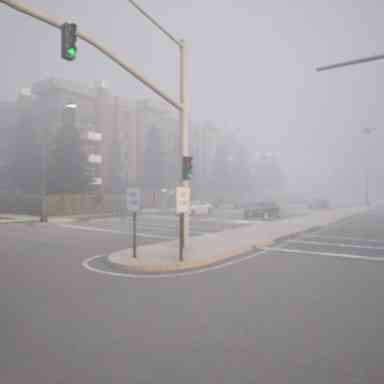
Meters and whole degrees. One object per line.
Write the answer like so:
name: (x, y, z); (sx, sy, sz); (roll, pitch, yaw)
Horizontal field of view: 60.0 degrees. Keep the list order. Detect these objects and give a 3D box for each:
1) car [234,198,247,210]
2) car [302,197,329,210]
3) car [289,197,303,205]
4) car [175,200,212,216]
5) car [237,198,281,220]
car: (7.025, 1.523, 41.870); (1.812, 1.442, 4.674); (0, 0, 35)
car: (16.409, 1.489, 43.056); (2.128, 1.511, 4.902); (0, 0, 35)
car: (18.852, 1.543, 58.584); (2.033, 1.411, 5.357); (0, 0, 35)
car: (0.254, 1.523, 32.221); (1.812, 1.442, 4.674); (0, 0, 35)
car: (5.991, 1.501, 28.212); (1.837, 1.490, 4.892); (0, 0, 35)
